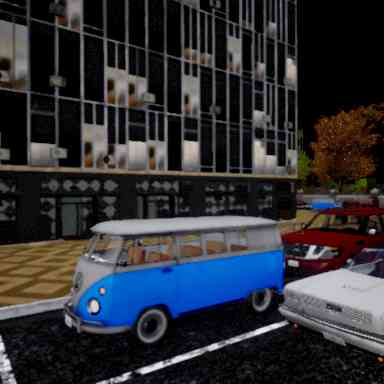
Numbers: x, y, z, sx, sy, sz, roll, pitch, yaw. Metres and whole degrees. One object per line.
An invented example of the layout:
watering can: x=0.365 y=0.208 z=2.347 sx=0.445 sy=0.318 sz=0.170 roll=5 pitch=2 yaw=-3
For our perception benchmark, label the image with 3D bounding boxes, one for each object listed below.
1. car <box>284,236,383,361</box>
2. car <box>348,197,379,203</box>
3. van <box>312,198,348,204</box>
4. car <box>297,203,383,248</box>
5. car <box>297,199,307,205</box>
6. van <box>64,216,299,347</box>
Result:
car: x=3.668 y=1.640 z=5.686 sx=4.718 sy=1.301 sz=1.895 roll=0 pitch=0 yaw=-35
car: x=24.660 y=1.624 z=48.690 sx=2.192 sy=1.841 sz=5.009 roll=-1 pitch=0 yaw=-36
van: x=17.919 y=1.702 z=44.067 sx=1.690 sy=1.788 sz=3.998 roll=-1 pitch=0 yaw=-36
car: x=4.435 y=1.372 z=9.276 sx=5.009 sy=1.841 sz=2.192 roll=0 pitch=-1 yaw=-35
car: x=17.975 y=1.912 z=57.738 sx=1.802 sy=1.307 sz=4.206 roll=-1 pitch=0 yaw=-36
van: x=-0.081 y=1.363 z=6.055 sx=3.998 sy=1.788 sz=1.690 roll=0 pitch=-1 yaw=-35
